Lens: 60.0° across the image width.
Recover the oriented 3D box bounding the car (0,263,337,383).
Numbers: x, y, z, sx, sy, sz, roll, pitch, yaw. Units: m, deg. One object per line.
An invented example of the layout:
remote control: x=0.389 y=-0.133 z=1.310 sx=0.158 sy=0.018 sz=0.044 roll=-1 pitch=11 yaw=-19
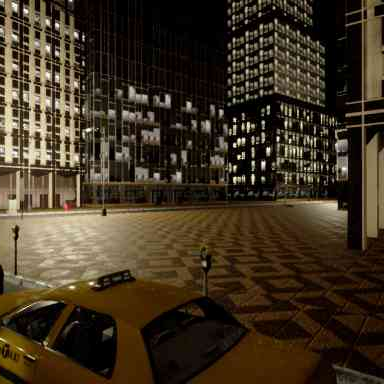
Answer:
car: x=-1.017 y=1.525 z=3.599 sx=4.829 sy=1.417 sz=1.752 roll=0 pitch=0 yaw=35
